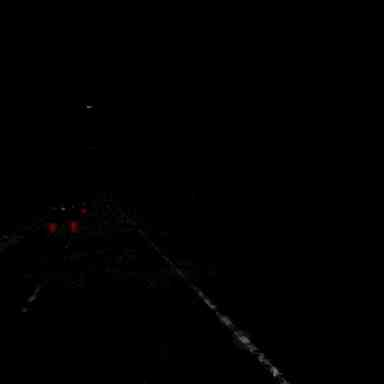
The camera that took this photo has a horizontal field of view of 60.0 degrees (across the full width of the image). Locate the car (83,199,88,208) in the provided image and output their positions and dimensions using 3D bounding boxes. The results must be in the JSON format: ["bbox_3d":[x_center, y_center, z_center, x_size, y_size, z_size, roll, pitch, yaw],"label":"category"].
[{"bbox_3d":[-16.096,1.698,48.223,1.895,1.301,4.718,-1,0,-15],"label":"car"}]

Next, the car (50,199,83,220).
[{"bbox_3d":[-11.054,1.438,29.238,2.097,1.767,4.553,-1,0,-15],"label":"car"}]

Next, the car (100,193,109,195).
[{"bbox_3d":[-18.839,1.263,71.572,2.150,2.045,5.566,-1,0,-15],"label":"car"}]

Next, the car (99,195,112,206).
[{"bbox_3d":[-14.151,1.587,54.433,1.994,1.385,4.181,-1,0,-15],"label":"car"}]
